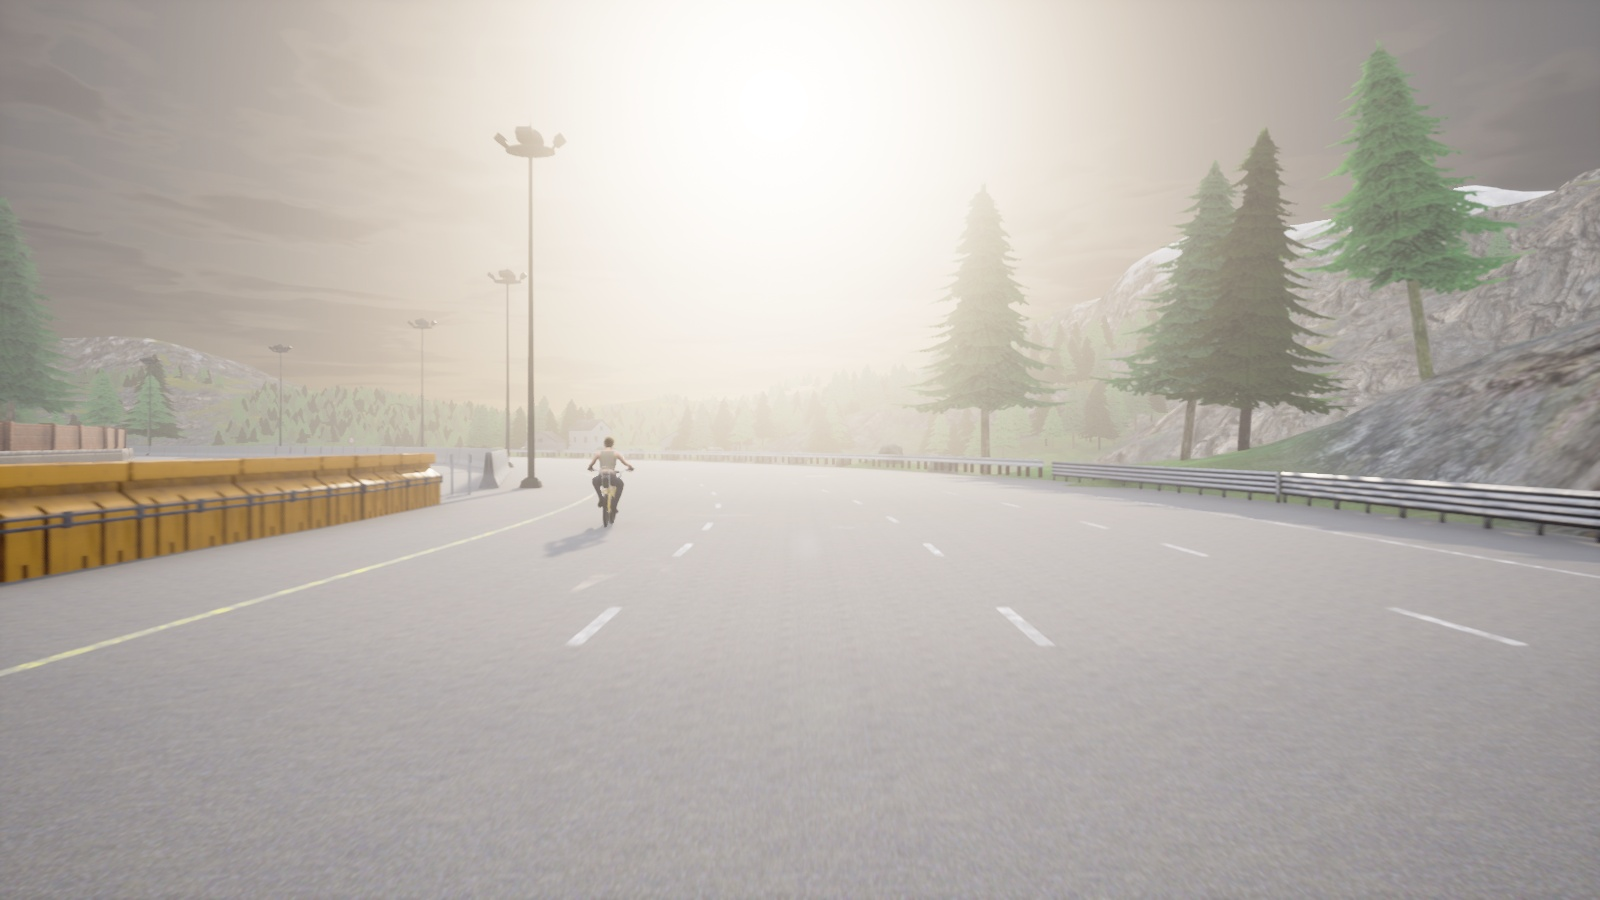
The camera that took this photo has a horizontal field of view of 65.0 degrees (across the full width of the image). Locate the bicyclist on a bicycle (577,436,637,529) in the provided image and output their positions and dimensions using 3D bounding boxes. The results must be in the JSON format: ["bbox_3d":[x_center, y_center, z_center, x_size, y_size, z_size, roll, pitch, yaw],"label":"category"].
[{"bbox_3d":[-3.436,0.556,22.468,0.866,1.612,1.509,0,0,-1],"label":"bicyclist on a bicycle"}]
